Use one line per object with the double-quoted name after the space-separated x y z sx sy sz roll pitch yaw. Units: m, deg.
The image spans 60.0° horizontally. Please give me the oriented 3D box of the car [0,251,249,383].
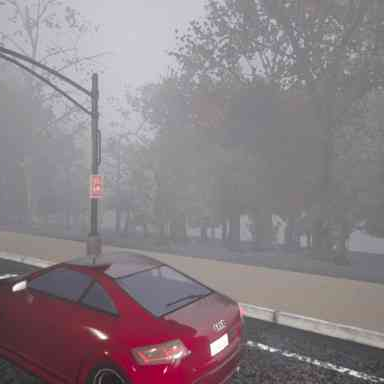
-1.347 1.563 4.641 4.181 1.385 1.994 0 0 35 "car"
